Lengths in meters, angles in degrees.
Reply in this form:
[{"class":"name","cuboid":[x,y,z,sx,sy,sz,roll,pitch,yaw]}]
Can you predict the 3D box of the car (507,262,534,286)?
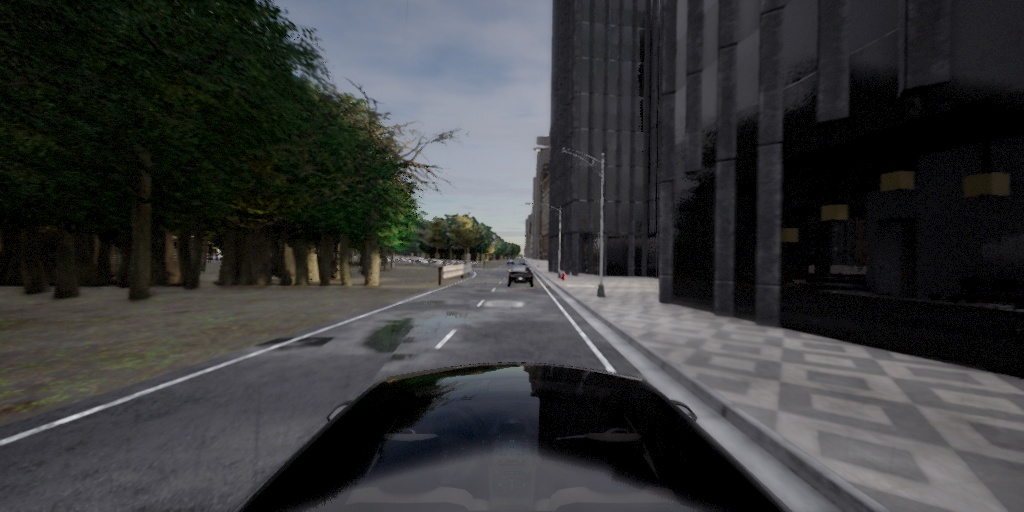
[{"class":"car","cuboid":[0.710,1.527,28.688,1.882,1.535,5.008,1,-1,2]}]
